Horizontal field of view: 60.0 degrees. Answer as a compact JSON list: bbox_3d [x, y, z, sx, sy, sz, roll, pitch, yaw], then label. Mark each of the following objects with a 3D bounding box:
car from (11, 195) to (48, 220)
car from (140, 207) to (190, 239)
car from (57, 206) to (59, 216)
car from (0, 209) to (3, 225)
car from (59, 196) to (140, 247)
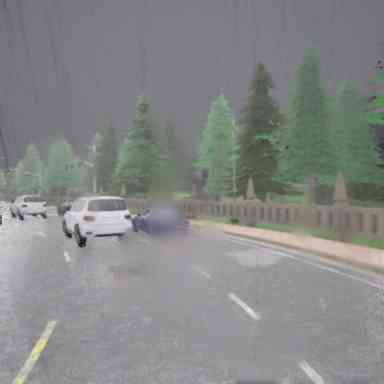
[{"bbox_3d":[-14.549,1.307,29.638,2.150,2.045,5.566,-1,0,-37],"label":"car"},{"bbox_3d":[-1.722,1.502,17.324,1.812,1.442,4.674,-1,0,-29],"label":"car"},{"bbox_3d":[-11.014,1.523,30.715,1.882,1.535,5.008,-1,0,-36],"label":"car"},{"bbox_3d":[-15.105,1.631,24.327,1.812,1.442,4.674,-1,0,-36],"label":"car"},{"bbox_3d":[-4.563,1.230,15.606,2.150,2.045,5.566,-1,0,-29],"label":"car"}]
